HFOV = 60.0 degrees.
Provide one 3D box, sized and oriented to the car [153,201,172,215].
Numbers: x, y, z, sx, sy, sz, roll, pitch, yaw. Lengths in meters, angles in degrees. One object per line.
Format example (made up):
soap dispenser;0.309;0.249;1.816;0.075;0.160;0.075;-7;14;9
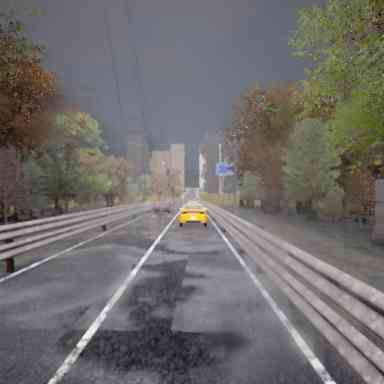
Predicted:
car;-3.342;1.753;38.288;1.882;1.535;5.008;0;-1;0

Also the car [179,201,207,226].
car;0.093;1.586;24.558;1.882;1.535;5.008;0;-1;0

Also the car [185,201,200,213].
car;0.085;1.873;43.025;1.812;1.442;4.674;0;-1;0
